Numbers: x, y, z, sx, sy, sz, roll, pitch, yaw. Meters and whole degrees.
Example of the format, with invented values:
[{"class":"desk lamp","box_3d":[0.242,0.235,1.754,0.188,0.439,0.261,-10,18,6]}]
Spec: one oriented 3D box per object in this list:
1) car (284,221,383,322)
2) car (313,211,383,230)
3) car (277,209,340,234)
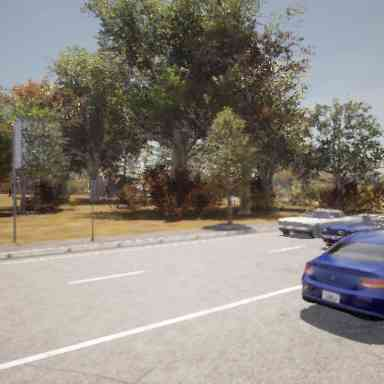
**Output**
[{"class":"car","box_3d":[4.102,1.508,6.672,4.674,1.442,1.812,0,0,-35]},{"class":"car","box_3d":[7.272,1.568,13.474,4.718,1.301,1.895,0,0,-35]},{"class":"car","box_3d":[6.591,1.564,17.286,4.718,1.301,1.895,0,0,-35]}]
